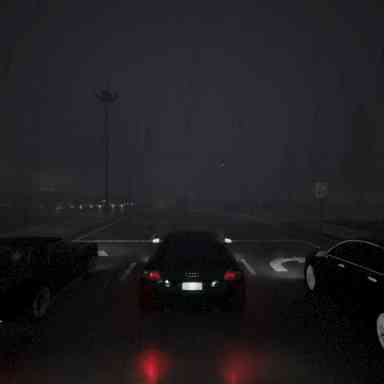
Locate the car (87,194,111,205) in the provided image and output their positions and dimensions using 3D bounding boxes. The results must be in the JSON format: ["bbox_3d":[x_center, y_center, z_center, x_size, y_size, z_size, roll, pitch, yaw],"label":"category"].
[{"bbox_3d":[-16.395,1.505,58.905,1.837,1.490,4.892,0,0,0],"label":"car"}]

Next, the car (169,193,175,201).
[{"bbox_3d":[-4.842,1.220,86.366,2.150,2.045,5.566,0,0,0],"label":"car"}]

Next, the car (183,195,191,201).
[{"bbox_3d":[-1.342,1.521,86.730,2.128,1.511,4.902,0,0,0],"label":"car"}]

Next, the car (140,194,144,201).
[{"bbox_3d":[-12.838,1.354,80.273,2.097,1.767,4.553,0,0,0],"label":"car"}]

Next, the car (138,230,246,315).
[{"bbox_3d":[0.003,1.564,7.640,1.994,1.385,4.181,0,0,0],"label":"car"}]

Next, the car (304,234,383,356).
[{"bbox_3d":[3.501,1.505,5.809,1.837,1.490,4.892,0,0,0],"label":"car"}]

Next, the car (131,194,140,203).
[{"bbox_3d":[-12.831,1.525,69.302,2.128,1.511,4.902,0,0,0],"label":"car"}]

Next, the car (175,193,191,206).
[{"bbox_3d":[-1.323,1.352,55.359,2.097,1.767,4.553,0,0,0],"label":"car"}]

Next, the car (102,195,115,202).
[{"bbox_3d":[-19.838,1.524,79.404,1.812,1.442,4.674,0,0,0],"label":"car"}]

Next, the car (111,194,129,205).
[{"bbox_3d":[-12.896,1.505,59.928,1.837,1.490,4.892,0,0,0],"label":"car"}]

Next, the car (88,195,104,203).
[{"bbox_3d":[-19.831,1.478,69.241,1.882,1.535,5.008,0,0,0],"label":"car"}]

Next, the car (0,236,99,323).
[{"bbox_3d":[-3.498,1.601,7.136,1.895,1.301,4.718,0,0,0],"label":"car"}]

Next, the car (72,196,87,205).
[{"bbox_3d":[-19.889,1.478,59.769,1.882,1.535,5.008,0,0,0],"label":"car"}]

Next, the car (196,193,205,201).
[{"bbox_3d":[2.158,1.350,86.686,2.097,1.767,4.553,0,0,0],"label":"car"}]

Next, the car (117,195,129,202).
[{"bbox_3d":[-16.337,1.478,78.964,1.882,1.535,5.008,0,0,0],"label":"car"}]
